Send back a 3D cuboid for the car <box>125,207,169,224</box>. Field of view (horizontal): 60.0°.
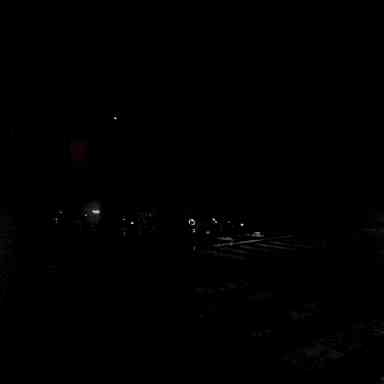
[{"bbox_3d":[-4.201,2.082,30.271,1.895,1.301,4.718,0,-1,-36],"label":"car"}]

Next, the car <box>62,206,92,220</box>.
[{"bbox_3d":[-11.888,2.214,35.311,1.994,1.385,4.181,0,-1,-36],"label":"car"}]

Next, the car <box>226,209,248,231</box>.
[{"bbox_3d":[1.628,1.800,22.280,1.837,1.490,4.892,0,-1,-36],"label":"car"}]

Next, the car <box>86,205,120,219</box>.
[{"bbox_3d":[-10.422,2.230,38.810,2.033,1.411,5.357,0,-1,-36],"label":"car"}]

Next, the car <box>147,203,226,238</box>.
[{"bbox_3d":[-0.474,1.636,19.644,2.097,1.767,4.553,0,-1,-36],"label":"car"}]

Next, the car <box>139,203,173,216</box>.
[{"bbox_3d":[-4.604,2.149,42.188,2.128,1.511,4.902,0,-1,-36],"label":"car"}]

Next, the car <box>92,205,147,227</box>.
[{"bbox_3d":[-6.052,2.009,27.299,2.033,1.411,5.357,0,-1,-35],"label":"car"}]

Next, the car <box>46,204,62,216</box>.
[{"bbox_3d":[-17.716,2.331,43.350,2.128,1.511,4.902,0,-1,-36],"label":"car"}]
